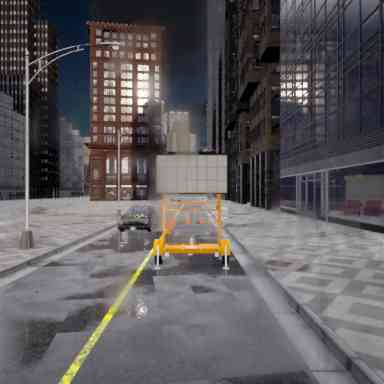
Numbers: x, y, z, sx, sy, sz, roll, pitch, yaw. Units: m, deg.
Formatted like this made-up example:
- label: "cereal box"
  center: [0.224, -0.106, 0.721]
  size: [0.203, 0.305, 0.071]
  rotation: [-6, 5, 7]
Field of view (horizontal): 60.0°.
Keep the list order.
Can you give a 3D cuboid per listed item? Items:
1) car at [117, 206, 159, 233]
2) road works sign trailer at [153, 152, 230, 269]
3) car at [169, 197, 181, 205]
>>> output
- label: "car"
  center: [-3.110, 1.553, 20.200]
  size: [2.033, 1.411, 5.357]
  rotation: [0, 0, 0]
- label: "road works sign trailer"
  center: [-0.004, 0.465, 11.091]
  size: [2.380, 3.560, 2.880]
  rotation: [0, 0, 0]
- label: "car"
  center: [-3.027, 1.615, 60.040]
  size: [1.812, 1.442, 4.674]
  rotation: [0, 0, 0]
